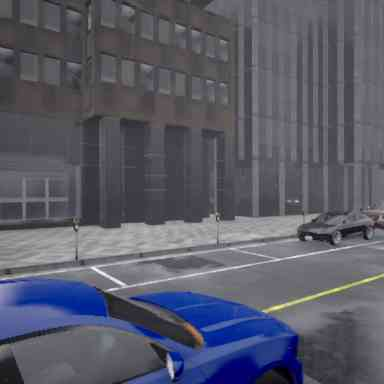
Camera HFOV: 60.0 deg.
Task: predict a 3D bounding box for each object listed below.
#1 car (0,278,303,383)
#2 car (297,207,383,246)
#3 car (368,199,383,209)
[{"bbox_3d":[-1.204,1.477,2.575,5.008,1.535,1.882,0,0,-36],"label":"car"},{"bbox_3d":[6.687,1.565,15.285,4.313,1.339,1.947,0,0,-35],"label":"car"},{"bbox_3d":[11.275,1.314,18.559,5.009,1.841,2.192,0,0,-35],"label":"car"}]
